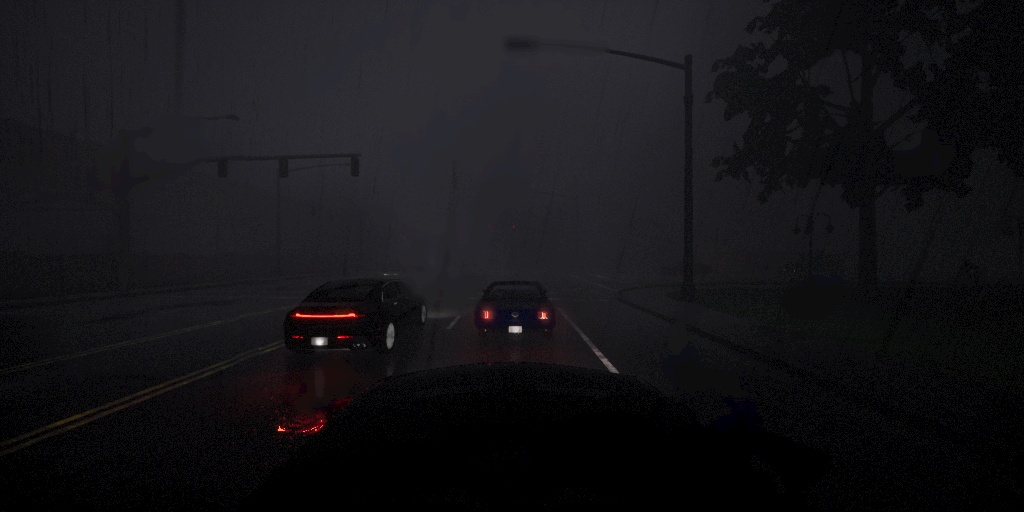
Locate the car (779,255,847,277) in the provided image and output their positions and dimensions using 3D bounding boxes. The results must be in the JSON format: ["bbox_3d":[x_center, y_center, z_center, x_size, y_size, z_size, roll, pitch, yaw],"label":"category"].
[{"bbox_3d":[29.232,0.970,34.871,5.566,2.045,2.150,0,0,-1],"label":"car"}]

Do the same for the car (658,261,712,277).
[{"bbox_3d":[16.628,1.242,34.571,4.902,1.511,2.128,0,0,-1],"label":"car"}]

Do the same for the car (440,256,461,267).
[{"bbox_3d":[-10.459,1.167,61.346,1.895,1.301,4.718,0,1,0],"label":"car"}]

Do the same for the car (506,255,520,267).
[{"bbox_3d":[0.216,0.791,61.107,2.150,2.045,5.566,0,1,0],"label":"car"}]

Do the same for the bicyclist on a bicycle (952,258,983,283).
[{"bbox_3d":[31.008,0.974,24.442,0.582,1.620,1.656,0,0,-1],"label":"bicyclist on a bicycle"}]

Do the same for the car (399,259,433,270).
[{"bbox_3d":[-10.529,1.331,39.692,1.895,1.301,4.718,0,0,0],"label":"car"}]

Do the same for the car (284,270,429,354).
[{"bbox_3d":[-3.405,1.255,8.741,1.837,1.490,4.892,0,0,0],"label":"car"}]

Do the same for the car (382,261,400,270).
[{"bbox_3d":[-14.019,1.284,43.073,1.994,1.385,4.181,0,0,0],"label":"car"}]

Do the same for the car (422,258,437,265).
[{"bbox_3d":[-13.979,1.117,57.872,1.837,1.490,4.892,0,0,0],"label":"car"}]

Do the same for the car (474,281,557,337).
[{"bbox_3d":[0.098,1.351,10.229,1.895,1.301,4.718,0,0,0],"label":"car"}]
